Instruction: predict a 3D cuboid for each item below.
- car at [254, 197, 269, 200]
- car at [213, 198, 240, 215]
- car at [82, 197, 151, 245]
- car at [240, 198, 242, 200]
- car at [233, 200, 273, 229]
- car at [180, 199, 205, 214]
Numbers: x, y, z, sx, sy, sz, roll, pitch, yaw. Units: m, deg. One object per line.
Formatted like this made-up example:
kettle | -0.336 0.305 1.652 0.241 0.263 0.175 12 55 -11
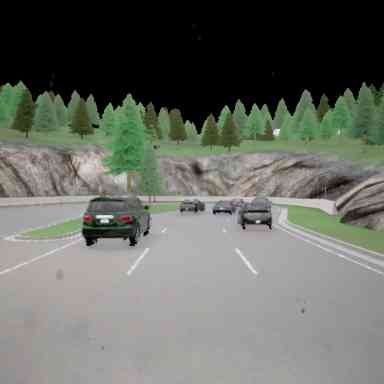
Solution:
car | 7.647 1.352 36.466 2.097 1.767 4.553 0 0 16
car | 3.425 1.564 34.356 1.994 1.385 4.181 0 0 15
car | -3.327 1.221 15.560 2.150 2.045 5.566 0 0 1
car | 6.009 1.547 44.110 2.033 1.411 5.357 0 0 12
car | 3.990 1.491 21.461 2.128 1.511 4.902 0 0 4
car | 0.128 1.489 35.614 2.128 1.511 4.902 0 0 16
